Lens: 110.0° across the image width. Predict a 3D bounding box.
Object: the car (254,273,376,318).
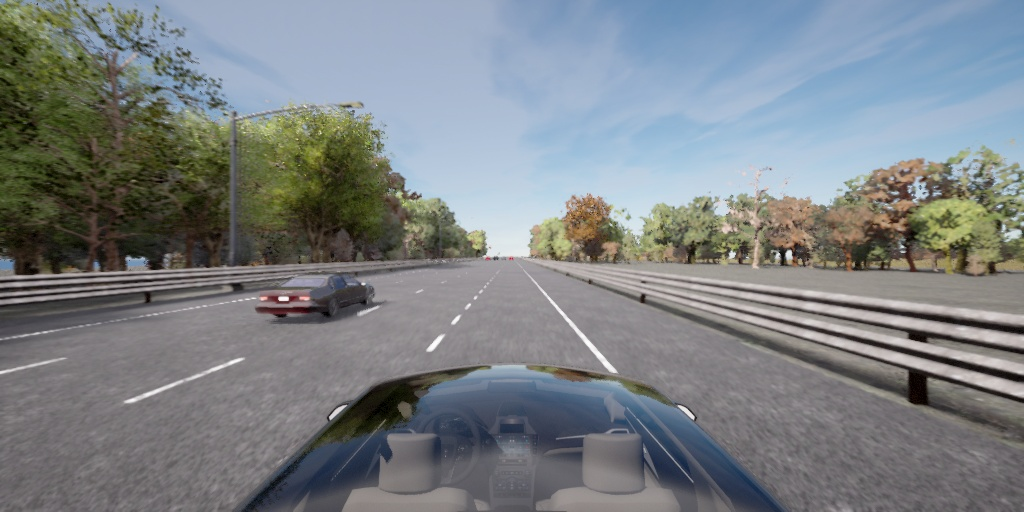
[{"bbox_3d":[-6.749,1.307,13.041,2.033,1.411,5.357,0,0,-1],"label":"car"}]
